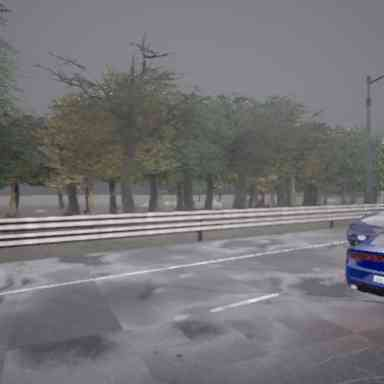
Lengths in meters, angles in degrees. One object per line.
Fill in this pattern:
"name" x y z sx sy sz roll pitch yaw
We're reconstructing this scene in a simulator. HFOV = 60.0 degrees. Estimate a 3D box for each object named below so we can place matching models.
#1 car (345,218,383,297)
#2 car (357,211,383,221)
"car" 5.557 1.476 7.589 5.008 1.535 1.882 0 0 -34
"car" 8.196 1.523 13.598 4.674 1.442 1.812 0 0 -34
